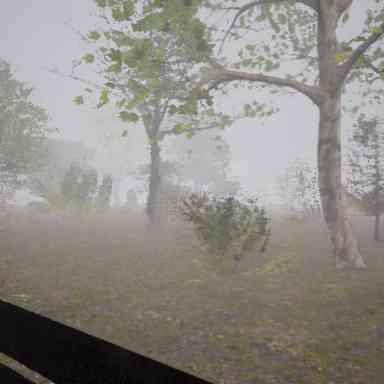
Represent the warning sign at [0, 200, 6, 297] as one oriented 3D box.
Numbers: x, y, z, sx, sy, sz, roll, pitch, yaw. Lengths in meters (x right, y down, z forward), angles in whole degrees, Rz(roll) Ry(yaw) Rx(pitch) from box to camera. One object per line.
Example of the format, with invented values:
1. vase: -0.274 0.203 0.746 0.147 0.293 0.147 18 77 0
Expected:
1. warning sign: -4.442 1.099 6.218 1.060 1.860 1.300 -1 0 35
